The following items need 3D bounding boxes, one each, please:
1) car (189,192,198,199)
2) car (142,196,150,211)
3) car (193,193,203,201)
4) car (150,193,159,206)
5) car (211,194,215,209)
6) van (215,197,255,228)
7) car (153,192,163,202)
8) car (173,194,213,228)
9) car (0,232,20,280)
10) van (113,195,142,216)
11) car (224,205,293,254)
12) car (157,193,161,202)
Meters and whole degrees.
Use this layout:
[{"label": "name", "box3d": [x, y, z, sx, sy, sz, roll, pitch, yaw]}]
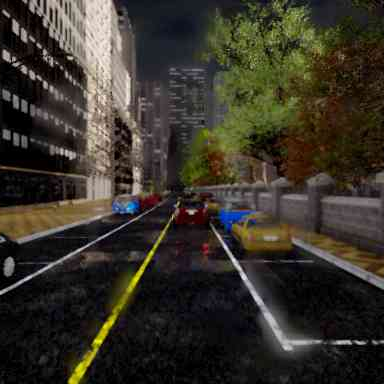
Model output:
[{"label": "car", "box3d": [0.317, 0.862, 82.766, 1.882, 1.535, 5.008, 0, 0, -3]}, {"label": "car", "box3d": [-5.834, 1.298, 34.731, 1.887, 1.381, 4.507, 0, 0, -1]}, {"label": "car", "box3d": [1.235, 1.024, 68.402, 1.752, 1.417, 4.829, 0, 0, -2]}, {"label": "car", "box3d": [-6.084, 1.216, 45.824, 1.887, 1.381, 4.507, 0, 0, -1]}, {"label": "car", "box3d": [2.185, 1.275, 35.129, 1.752, 1.417, 4.829, 0, 0, -1]}, {"label": "van", "box3d": [2.446, 1.212, 18.327, 1.690, 1.788, 3.998, 0, 0, -1]}, {"label": "car", "box3d": [-6.582, 0.860, 62.459, 2.192, 1.841, 5.009, 0, 0, -2]}, {"label": "car", "box3d": [-0.056, 1.205, 20.862, 2.097, 1.767, 4.553, 0, 0, -1]}, {"label": "car", "box3d": [-5.341, 1.501, 7.004, 2.008, 1.369, 4.403, 0, 0, 0]}, {"label": "van", "box3d": [-5.732, 1.135, 29.184, 1.690, 1.788, 3.998, 0, 0, -1]}, {"label": "car", "box3d": [2.499, 1.434, 12.954, 1.752, 1.417, 4.829, 0, 0, 0]}, {"label": "car", "box3d": [-6.235, 1.211, 51.372, 1.802, 1.307, 4.206, 0, 0, -2]}]
